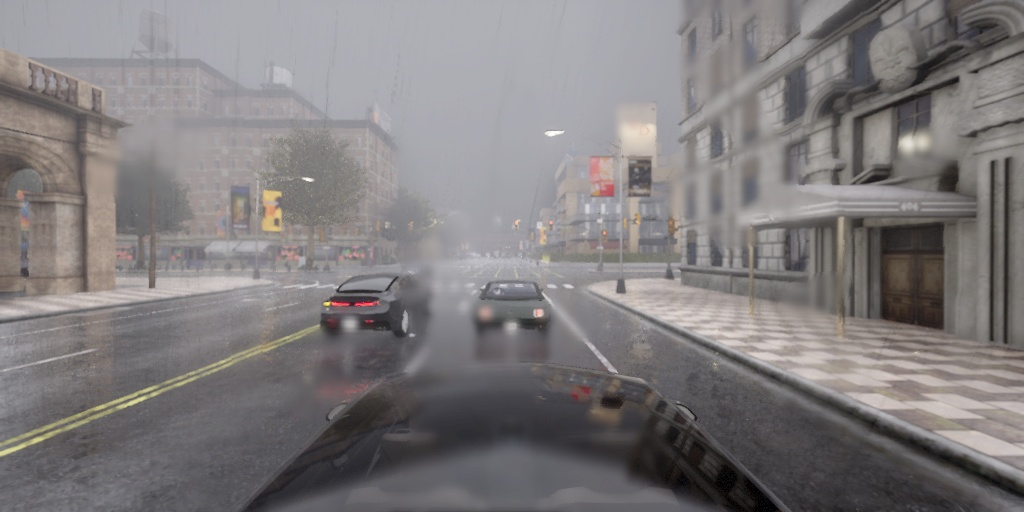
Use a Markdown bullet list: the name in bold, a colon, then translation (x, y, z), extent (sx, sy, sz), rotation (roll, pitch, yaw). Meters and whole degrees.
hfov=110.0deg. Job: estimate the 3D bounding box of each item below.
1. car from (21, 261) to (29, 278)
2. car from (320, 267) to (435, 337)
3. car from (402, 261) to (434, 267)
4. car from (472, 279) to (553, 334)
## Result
- **car**: translation (-44.973, 1.179, 32.567), extent (4.181, 1.385, 1.994), rotation (0, 0, 0)
- **car**: translation (-3.488, 1.218, 10.156), extent (1.837, 1.490, 4.892), rotation (0, 0, 0)
- **car**: translation (-7.205, 1.139, 27.616), extent (2.128, 1.511, 4.902), rotation (0, 0, -1)
- **car**: translation (0.013, 1.314, 10.378), extent (1.895, 1.301, 4.718), rotation (0, 0, 0)
